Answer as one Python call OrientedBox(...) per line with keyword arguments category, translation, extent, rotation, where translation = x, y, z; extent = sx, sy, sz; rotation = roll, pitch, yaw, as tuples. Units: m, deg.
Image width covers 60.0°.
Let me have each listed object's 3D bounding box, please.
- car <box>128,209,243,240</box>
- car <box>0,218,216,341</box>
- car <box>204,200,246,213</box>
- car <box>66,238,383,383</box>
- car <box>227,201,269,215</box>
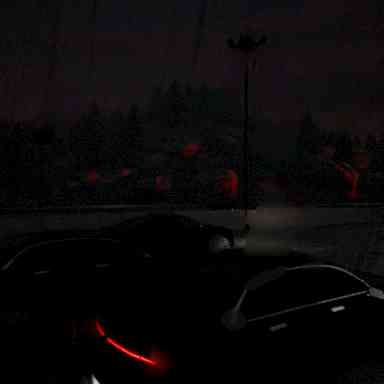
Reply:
OrientedBox(category="car", translation=(-0.732, 1.478, 11.640), extent=(5.008, 1.535, 1.882), rotation=(0, 0, -34))
OrientedBox(category="car", translation=(-2.080, 1.489, 6.484), extent=(4.892, 1.490, 1.837), rotation=(0, 0, -35))
OrientedBox(category="car", translation=(3.878, 1.674, 39.129), extent=(4.718, 1.301, 1.895), rotation=(1, 0, -28))
OrientedBox(category="car", translation=(1.120, 1.520, 4.438), extent=(4.892, 1.490, 1.837), rotation=(0, 0, -34))
OrientedBox(category="car", translation=(6.126, 1.657, 36.339), extent=(4.181, 1.385, 1.994), rotation=(1, 0, -28))
